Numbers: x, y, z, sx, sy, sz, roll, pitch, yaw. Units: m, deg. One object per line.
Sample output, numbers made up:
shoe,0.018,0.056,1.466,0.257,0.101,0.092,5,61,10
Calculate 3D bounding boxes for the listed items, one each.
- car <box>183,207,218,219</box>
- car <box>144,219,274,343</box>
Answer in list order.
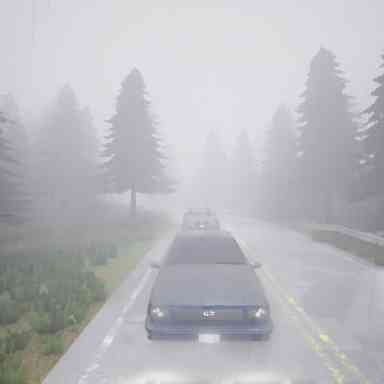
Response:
car,0.461,1.584,19.165,1.994,1.385,4.181,0,0,-2
car,0.277,1.557,7.080,2.033,1.411,5.357,0,0,1
